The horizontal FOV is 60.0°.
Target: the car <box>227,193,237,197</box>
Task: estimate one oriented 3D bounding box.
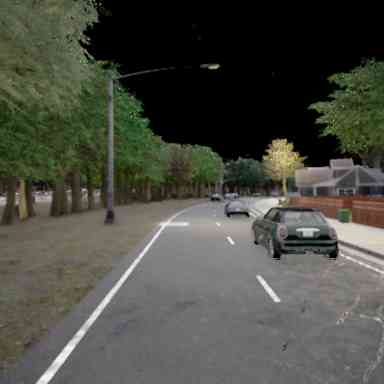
[{"bbox_3d":[7.754,1.109,71.860,1.812,1.442,4.674,0,0,19],"label":"car"}]

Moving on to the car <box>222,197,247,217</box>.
[{"bbox_3d":[3.987,1.434,29.822,1.994,1.385,4.181,0,0,4],"label":"car"}]

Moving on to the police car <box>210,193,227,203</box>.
[{"bbox_3d":[4.782,1.087,62.475,1.930,1.638,5.238,0,0,16],"label":"police car"}]

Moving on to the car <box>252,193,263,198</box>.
[{"bbox_3d":[18.408,0.908,93.563,1.895,1.301,4.718,0,1,28],"label":"car"}]

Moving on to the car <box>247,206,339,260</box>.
[{"bbox_3d":[3.594,1.307,12.422,2.097,1.767,4.553,0,0,0],"label":"car"}]

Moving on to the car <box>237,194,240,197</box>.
[{"bbox_3d":[9.845,1.013,77.454,1.882,1.535,5.008,0,1,22],"label":"car"}]
